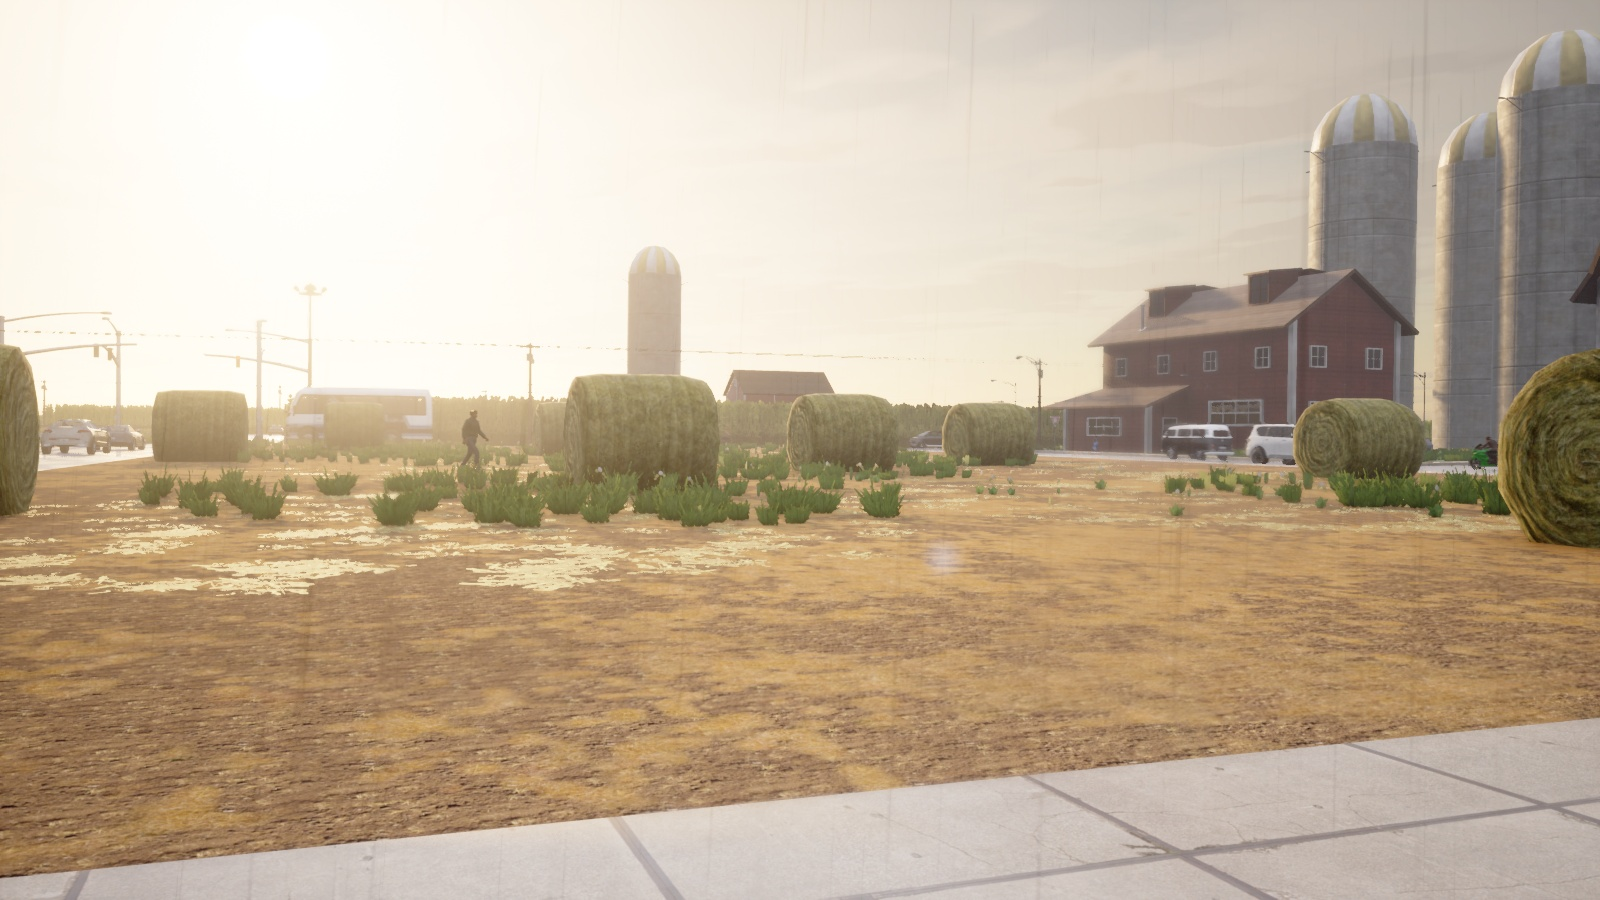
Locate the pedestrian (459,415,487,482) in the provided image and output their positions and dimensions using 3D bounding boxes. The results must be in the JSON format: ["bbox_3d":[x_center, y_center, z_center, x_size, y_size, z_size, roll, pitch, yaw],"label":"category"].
[{"bbox_3d":[-9.106,-0.053,34.974,0.614,1.847,0.353,0,1,23],"label":"pedestrian"}]

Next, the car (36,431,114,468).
[{"bbox_3d":[-33.975,-0.051,58.996,2.152,1.651,5.027,-1,1,-18],"label":"car"}]

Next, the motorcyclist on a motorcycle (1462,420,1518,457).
[{"bbox_3d":[29.608,-0.501,53.934,0.797,1.523,2.044,-1,1,-22],"label":"motorcyclist on a motorcycle"}]

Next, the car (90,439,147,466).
[{"bbox_3d":[-36.959,0.117,68.199,1.994,1.385,4.181,-1,1,-18],"label":"car"}]

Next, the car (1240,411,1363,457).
[{"bbox_3d":[23.636,-0.738,59.431,2.150,2.045,5.566,-1,1,-22],"label":"car"}]

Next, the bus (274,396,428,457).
[{"bbox_3d":[-32.509,-1.710,91.124,10.273,4.253,3.944,-1,1,-20],"label":"bus"}]

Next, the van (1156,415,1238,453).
[{"bbox_3d":[22.564,-0.913,71.522,2.069,2.038,4.480,-1,1,-22],"label":"van"}]
